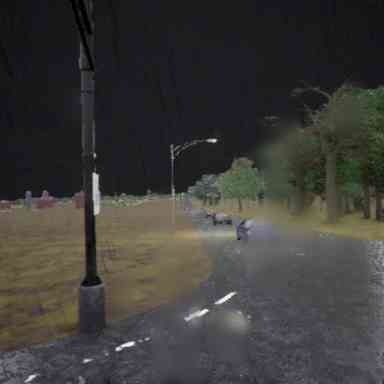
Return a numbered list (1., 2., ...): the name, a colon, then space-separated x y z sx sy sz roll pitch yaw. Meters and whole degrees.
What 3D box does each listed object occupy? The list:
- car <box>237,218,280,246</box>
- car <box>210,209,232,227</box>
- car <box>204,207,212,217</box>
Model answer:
1. car: 3.823 2.324 19.998 1.812 1.442 4.674 -2 -2 -1
2. car: 3.446 3.133 38.703 1.882 1.535 5.008 -2 -3 -1
3. car: 3.190 3.549 54.997 1.882 1.535 5.008 -2 -2 -1
